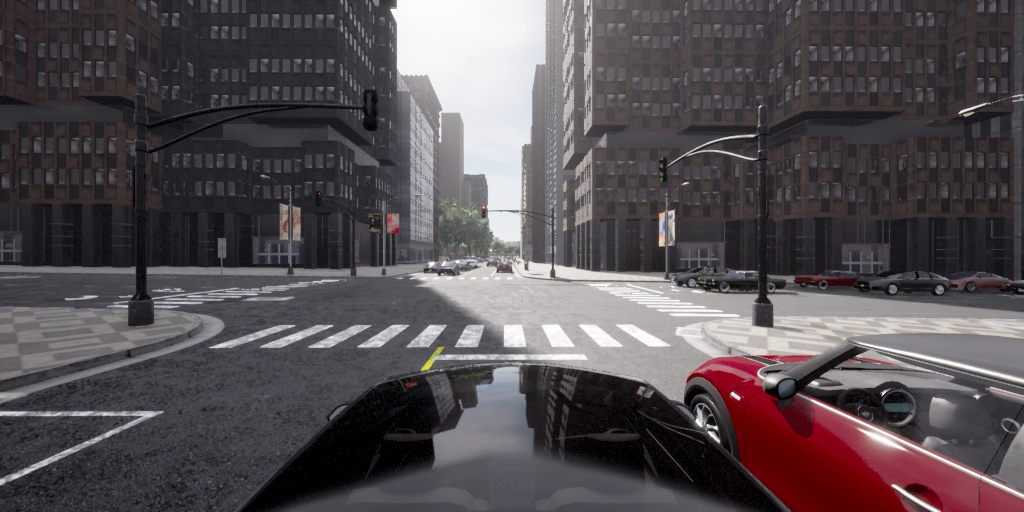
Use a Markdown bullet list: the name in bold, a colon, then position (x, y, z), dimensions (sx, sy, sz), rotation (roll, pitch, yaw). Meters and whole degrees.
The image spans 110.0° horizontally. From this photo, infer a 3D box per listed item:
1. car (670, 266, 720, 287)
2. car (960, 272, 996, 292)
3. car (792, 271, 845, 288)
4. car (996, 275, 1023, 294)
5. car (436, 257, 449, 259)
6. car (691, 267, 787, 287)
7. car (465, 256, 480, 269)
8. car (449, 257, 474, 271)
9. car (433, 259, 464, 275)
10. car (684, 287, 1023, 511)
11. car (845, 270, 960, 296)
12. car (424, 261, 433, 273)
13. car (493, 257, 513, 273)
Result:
- **car**: position (13.853, 1.475, 25.586), dimensions (4.892, 1.490, 1.837), rotation (1, 0, -1)
- **car**: position (33.038, 1.813, 25.824), dimensions (4.181, 1.385, 1.994), rotation (1, 0, -1)
- **car**: position (23.072, 1.704, 25.690), dimensions (4.718, 1.301, 1.895), rotation (1, 0, -1)
- **car**: position (34.740, 1.825, 22.599), dimensions (5.357, 1.411, 2.033), rotation (1, 0, -1)
- **car**: position (-9.506, 1.082, 48.838), dimensions (2.192, 1.841, 5.009), rotation (0, 0, -1)
- **car**: position (14.159, 1.579, 22.340), dimensions (4.718, 1.301, 1.895), rotation (1, 0, -3)
- **car**: position (-6.965, 1.012, 59.219), dimensions (2.150, 2.045, 5.566), rotation (0, 0, 0)
- **car**: position (-6.834, 1.258, 48.587), dimensions (2.128, 1.511, 4.902), rotation (0, 0, -1)
- **car**: position (-6.686, 1.292, 38.321), dimensions (2.033, 1.411, 5.357), rotation (0, 0, -1)
- **car**: position (2.761, 1.190, 2.160), dimensions (1.967, 1.591, 4.097), rotation (0, 0, 0)
- **car**: position (24.359, 1.631, 22.472), dimensions (4.892, 1.490, 1.837), rotation (1, 0, -1)
- **car**: position (-9.431, 1.321, 43.412), dimensions (1.948, 1.339, 4.313), rotation (0, 0, -1)
- **car**: position (-0.907, 1.195, 43.526), dimensions (1.967, 1.591, 4.097), rotation (0, 0, -1)
